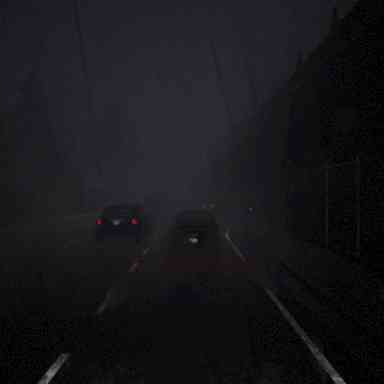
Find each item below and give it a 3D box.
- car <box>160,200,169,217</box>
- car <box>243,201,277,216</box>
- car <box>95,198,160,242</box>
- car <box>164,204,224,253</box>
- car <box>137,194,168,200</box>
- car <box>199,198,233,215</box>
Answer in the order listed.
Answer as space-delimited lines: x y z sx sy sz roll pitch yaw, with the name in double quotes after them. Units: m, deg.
-4.153 1.626 28.789 1.895 1.301 4.718 0 0 24 "car"
6.814 1.591 33.056 1.994 1.385 4.181 0 0 39 "car"
-3.161 1.367 16.603 2.097 1.767 4.553 0 0 4 "car"
0.158 1.489 13.760 1.882 1.535 5.008 0 0 2 "car"
-4.657 1.252 35.341 2.150 2.045 5.566 0 0 33 "car"
2.289 1.379 32.759 2.097 1.767 4.553 0 0 33 "car"
